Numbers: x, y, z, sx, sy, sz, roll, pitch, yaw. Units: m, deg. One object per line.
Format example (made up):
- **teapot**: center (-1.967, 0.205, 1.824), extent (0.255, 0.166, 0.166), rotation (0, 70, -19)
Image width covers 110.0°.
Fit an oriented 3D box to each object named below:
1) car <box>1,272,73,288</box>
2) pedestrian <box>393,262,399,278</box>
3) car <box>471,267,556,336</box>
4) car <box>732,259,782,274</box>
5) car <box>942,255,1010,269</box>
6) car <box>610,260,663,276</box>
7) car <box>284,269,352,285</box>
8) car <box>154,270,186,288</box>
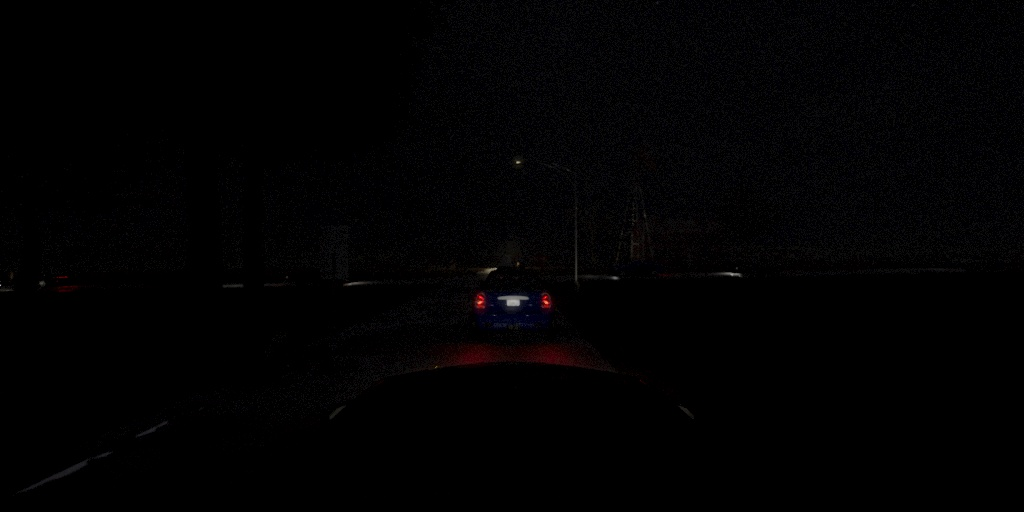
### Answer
- **car**: center (-46.405, 2.305, 35.348), extent (4.892, 1.490, 1.837), rotation (-1, 1, 2)
- **pedestrian**: center (-12.514, 1.474, 38.608), extent (0.375, 1.860, 0.375), rotation (0, 2, 0)
- **car**: center (0.015, 1.157, 10.699), extent (2.097, 1.767, 4.553), rotation (0, 0, -1)
- **car**: center (24.411, 1.023, 35.765), extent (4.181, 1.385, 1.994), rotation (-1, 1, 0)
- **car**: center (46.191, 0.605, 35.794), extent (4.718, 1.301, 1.895), rotation (-1, 1, 0)
- **car**: center (12.322, 1.181, 35.700), extent (5.008, 1.535, 1.882), rotation (-1, 1, 0)
- **car**: center (-17.594, 1.858, 32.613), extent (5.357, 1.411, 2.033), rotation (-1, 1, 0)
- **car**: center (-29.450, 2.020, 32.554), extent (4.902, 1.511, 2.128), rotation (-1, 1, 0)
